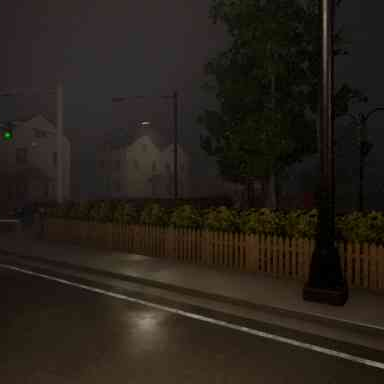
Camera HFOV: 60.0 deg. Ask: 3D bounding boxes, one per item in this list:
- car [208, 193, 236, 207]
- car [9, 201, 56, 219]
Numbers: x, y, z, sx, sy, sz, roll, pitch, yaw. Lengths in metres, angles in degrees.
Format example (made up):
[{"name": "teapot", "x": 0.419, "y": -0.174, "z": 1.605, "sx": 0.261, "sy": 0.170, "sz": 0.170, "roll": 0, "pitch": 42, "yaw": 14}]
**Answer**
[{"name": "car", "x": 4.330, "y": 1.221, "z": 48.791, "sx": 2.150, "sy": 2.045, "sz": 5.566, "roll": 0, "pitch": 0, "yaw": 35}, {"name": "car", "x": -13.634, "y": 1.525, "z": 29.413, "sx": 1.812, "sy": 1.442, "sz": 4.674, "roll": 0, "pitch": 0, "yaw": 35}]
